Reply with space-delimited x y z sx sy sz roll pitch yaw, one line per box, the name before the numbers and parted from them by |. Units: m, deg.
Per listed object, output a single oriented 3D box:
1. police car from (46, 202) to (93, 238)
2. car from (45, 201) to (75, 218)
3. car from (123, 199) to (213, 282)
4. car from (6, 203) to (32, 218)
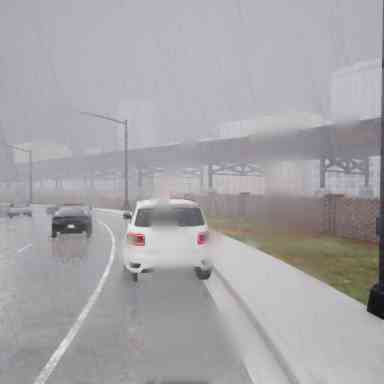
police car | -6.501 1.445 18.275 1.930 1.638 5.238 0 0 -17
car | -12.920 1.621 32.380 1.994 1.385 4.181 -1 0 -31
car | -0.868 1.218 10.004 2.150 2.045 5.566 0 0 -9
car | -16.632 1.698 31.862 1.895 1.301 4.718 -1 0 -33
